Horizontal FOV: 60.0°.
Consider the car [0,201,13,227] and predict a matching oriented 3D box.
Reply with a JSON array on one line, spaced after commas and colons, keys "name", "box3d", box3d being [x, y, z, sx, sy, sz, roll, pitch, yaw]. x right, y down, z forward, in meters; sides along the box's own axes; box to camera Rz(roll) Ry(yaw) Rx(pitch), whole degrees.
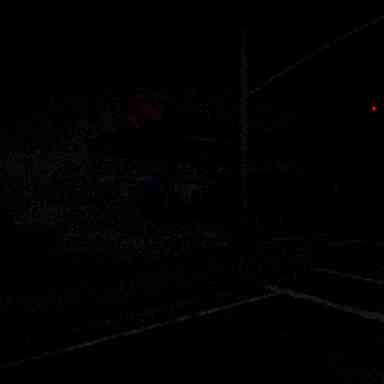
[{"name": "car", "box3d": [-12.414, 1.268, 18.507, 3.866, 1.878, 1.905, 0, 0, -36]}]

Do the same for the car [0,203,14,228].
[{"name": "car", "box3d": [-13.854, 1.552, 21.565, 3.806, 1.475, 1.970, 0, 0, -36]}]
